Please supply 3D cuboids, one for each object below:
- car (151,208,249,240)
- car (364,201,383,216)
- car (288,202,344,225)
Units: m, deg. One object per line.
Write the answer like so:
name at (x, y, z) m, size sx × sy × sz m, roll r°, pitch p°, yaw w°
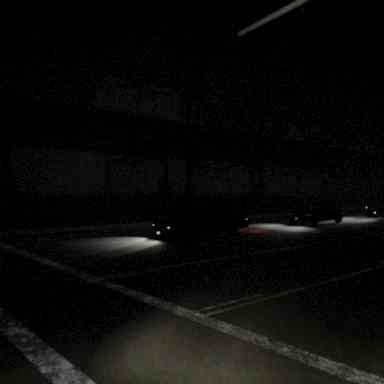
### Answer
car at (0.574, 1.530, 17.290) m, size 5.357 × 1.411 × 2.033 m, roll 0°, pitch 0°, yaw -35°
car at (17.009, 1.389, 28.889) m, size 4.718 × 1.301 × 1.895 m, roll -1°, pitch 1°, yaw -35°
car at (8.700, 1.433, 23.045) m, size 4.674 × 1.442 × 1.812 m, roll -1°, pitch 0°, yaw -35°
